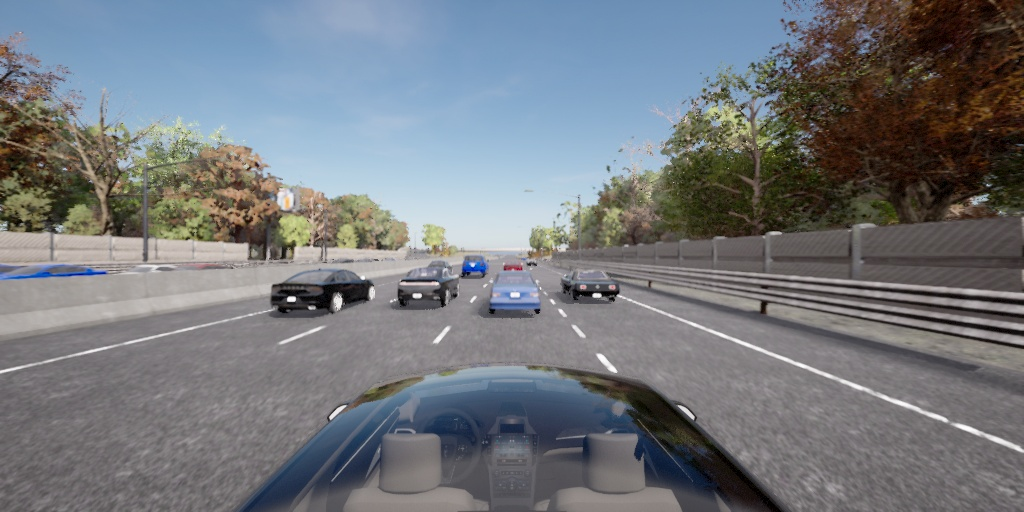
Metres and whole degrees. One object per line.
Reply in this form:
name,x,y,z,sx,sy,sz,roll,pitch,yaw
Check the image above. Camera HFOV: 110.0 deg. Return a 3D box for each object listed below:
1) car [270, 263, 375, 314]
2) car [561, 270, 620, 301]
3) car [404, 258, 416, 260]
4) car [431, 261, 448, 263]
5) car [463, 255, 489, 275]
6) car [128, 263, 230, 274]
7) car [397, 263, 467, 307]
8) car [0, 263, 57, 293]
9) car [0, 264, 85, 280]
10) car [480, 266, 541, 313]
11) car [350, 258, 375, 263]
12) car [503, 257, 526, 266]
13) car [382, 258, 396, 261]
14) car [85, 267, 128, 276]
car,-6.899,1.199,13.694,1.882,1.535,5.008,0,0,0
car,3.500,1.314,16.933,1.895,1.301,4.718,0,0,0
car,-17.537,1.128,61.258,1.837,1.490,4.892,0,0,1
car,-6.903,1.180,34.587,1.837,1.490,4.892,0,0,0
car,-3.405,0.898,33.838,2.150,2.045,5.566,0,0,0
car,-17.601,1.184,19.927,1.882,1.535,5.008,0,0,0
car,-3.402,1.209,15.297,2.128,1.511,4.902,0,0,0
car,-28.100,1.186,18.871,1.882,1.535,5.008,0,0,0
car,-24.601,1.186,18.873,1.882,1.535,5.008,0,0,0
car,0.098,1.269,13.846,2.033,1.411,5.357,0,0,0
car,-24.529,1.119,59.967,2.128,1.511,4.902,0,0,1
car,0.098,1.150,36.154,1.882,1.535,5.008,0,0,0
car,-21.032,1.150,61.246,1.812,1.442,4.674,0,0,1
car,-21.089,1.229,20.930,1.812,1.442,4.674,0,0,0
